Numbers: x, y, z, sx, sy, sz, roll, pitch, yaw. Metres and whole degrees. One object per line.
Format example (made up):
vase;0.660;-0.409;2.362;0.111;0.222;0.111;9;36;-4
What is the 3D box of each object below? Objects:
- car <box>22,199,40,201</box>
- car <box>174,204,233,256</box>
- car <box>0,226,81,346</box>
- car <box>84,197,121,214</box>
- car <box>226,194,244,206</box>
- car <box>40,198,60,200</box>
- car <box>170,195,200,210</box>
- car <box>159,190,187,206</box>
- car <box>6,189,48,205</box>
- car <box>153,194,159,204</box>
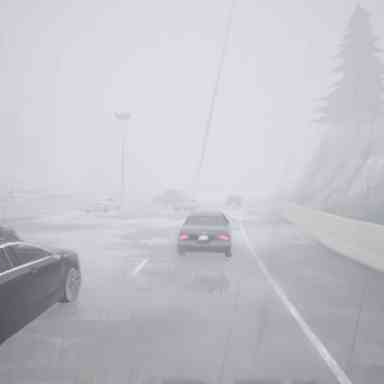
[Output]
car;-19.737;1.019;43.429;1.895;1.301;4.718;0;1;13
car;0.553;1.404;12.551;2.033;1.411;5.357;0;1;5
car;-3.272;1.420;5.028;2.128;1.511;4.902;0;1;2
car;-7.928;1.150;29.647;1.812;1.442;4.674;0;1;9
car;5.635;1.025;43.723;1.837;1.490;4.892;0;1;14
car;-16.508;1.014;41.789;1.994;1.385;4.181;0;1;13
car;-0.449;1.227;32.260;1.895;1.301;4.718;0;1;10
car;-2.000;0.728;42.143;2.150;2.045;5.566;0;1;13
car;-22.712;0.594;46.095;2.150;2.045;5.566;0;1;13
car;-4.036;0.903;48.385;1.882;1.535;5.008;0;1;15
